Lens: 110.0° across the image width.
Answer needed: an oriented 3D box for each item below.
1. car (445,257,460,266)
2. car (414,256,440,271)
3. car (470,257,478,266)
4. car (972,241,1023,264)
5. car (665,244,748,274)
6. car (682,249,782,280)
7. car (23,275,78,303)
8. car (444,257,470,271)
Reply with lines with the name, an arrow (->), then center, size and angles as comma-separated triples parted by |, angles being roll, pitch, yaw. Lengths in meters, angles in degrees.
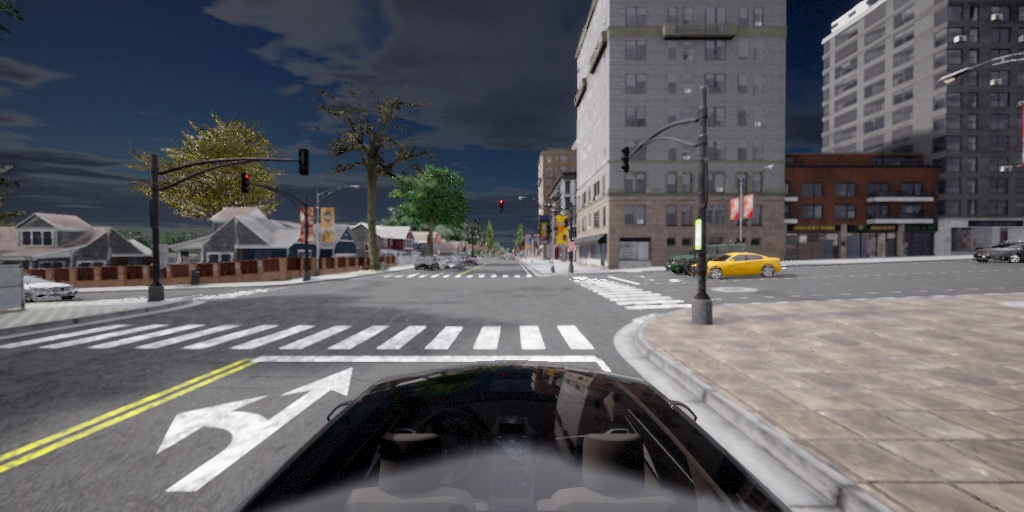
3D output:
car -> -9.805, 0.834, 59.365 | 1.812, 1.442, 4.674 | 0, 0, 0
car -> -9.841, 0.774, 41.712 | 2.097, 1.767, 4.553 | 0, 0, 0
car -> -6.563, 0.860, 58.624 | 2.033, 1.411, 5.357 | 0, 0, 0
car -> 35.431, -0.290, 25.097 | 4.892, 1.490, 1.837 | -2, 1, 0
car -> 13.731, 0.241, 25.052 | 5.566, 2.045, 2.150 | -2, 1, 0
car -> 13.495, 0.546, 21.807 | 5.008, 1.535, 1.882 | -2, 1, 0
car -> -25.539, 1.717, 18.545 | 4.674, 1.442, 1.812 | -2, 1, 0
car -> -6.592, 0.913, 41.737 | 2.128, 1.511, 4.902 | 0, 0, 0
